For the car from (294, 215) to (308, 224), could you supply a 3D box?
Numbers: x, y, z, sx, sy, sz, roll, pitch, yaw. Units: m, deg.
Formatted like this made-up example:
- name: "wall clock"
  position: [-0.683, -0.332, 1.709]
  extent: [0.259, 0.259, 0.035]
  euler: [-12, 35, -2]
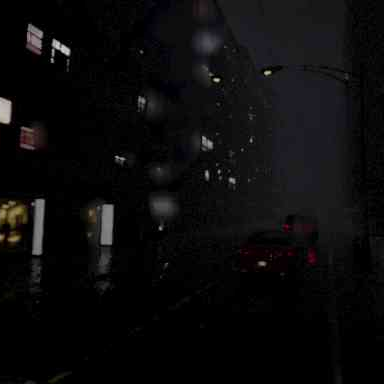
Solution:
- name: "car"
  position: [20.720, 5.204, 62.912]
  extent: [2.128, 1.511, 4.902]
  euler: [0, -3, 22]

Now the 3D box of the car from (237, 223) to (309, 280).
- name: "car"
  position: [3.090, 2.151, 12.367]
  extent: [1.882, 1.535, 5.008]
  euler: [0, -3, 23]

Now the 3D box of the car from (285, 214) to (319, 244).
- name: "car"
  position: [8.107, 2.663, 24.708]
  extent: [2.150, 2.045, 5.566]
  euler: [0, -3, 22]
